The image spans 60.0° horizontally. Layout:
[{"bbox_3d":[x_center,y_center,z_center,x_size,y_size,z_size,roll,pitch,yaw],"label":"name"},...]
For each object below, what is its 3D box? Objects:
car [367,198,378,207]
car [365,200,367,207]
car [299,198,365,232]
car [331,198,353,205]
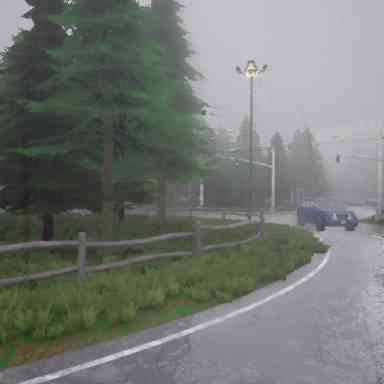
[{"bbox_3d":[33.970,1.941,62.284,2.097,1.767,4.553,0,0,9],"label":"car"},{"bbox_3d":[30.354,2.145,61.908,1.994,1.385,4.181,0,0,10],"label":"car"},{"bbox_3d":[8.712,1.428,21.985,2.150,2.045,5.566,1,-1,-1],"label":"car"},{"bbox_3d":[34.043,2.179,75.444,1.882,1.535,5.008,1,0,-13],"label":"car"}]
